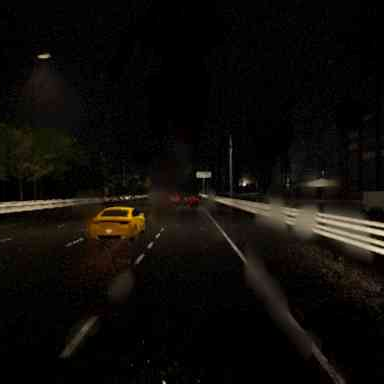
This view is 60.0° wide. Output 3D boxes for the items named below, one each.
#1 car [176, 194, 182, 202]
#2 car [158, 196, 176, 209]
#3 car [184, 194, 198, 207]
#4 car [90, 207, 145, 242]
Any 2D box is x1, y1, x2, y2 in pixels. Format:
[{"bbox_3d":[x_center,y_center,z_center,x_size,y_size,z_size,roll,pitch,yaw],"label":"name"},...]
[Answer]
[{"bbox_3d":[-3.787,1.598,76.204,1.882,1.535,5.008,0,0,0],"label":"car"},{"bbox_3d":[-3.604,1.529,46.158,1.882,1.535,5.008,0,0,0],"label":"car"},{"bbox_3d":[-0.040,1.544,53.820,1.882,1.535,5.008,0,0,0],"label":"car"},{"bbox_3d":[-3.512,1.486,16.505,1.882,1.535,5.008,0,0,0],"label":"car"}]
